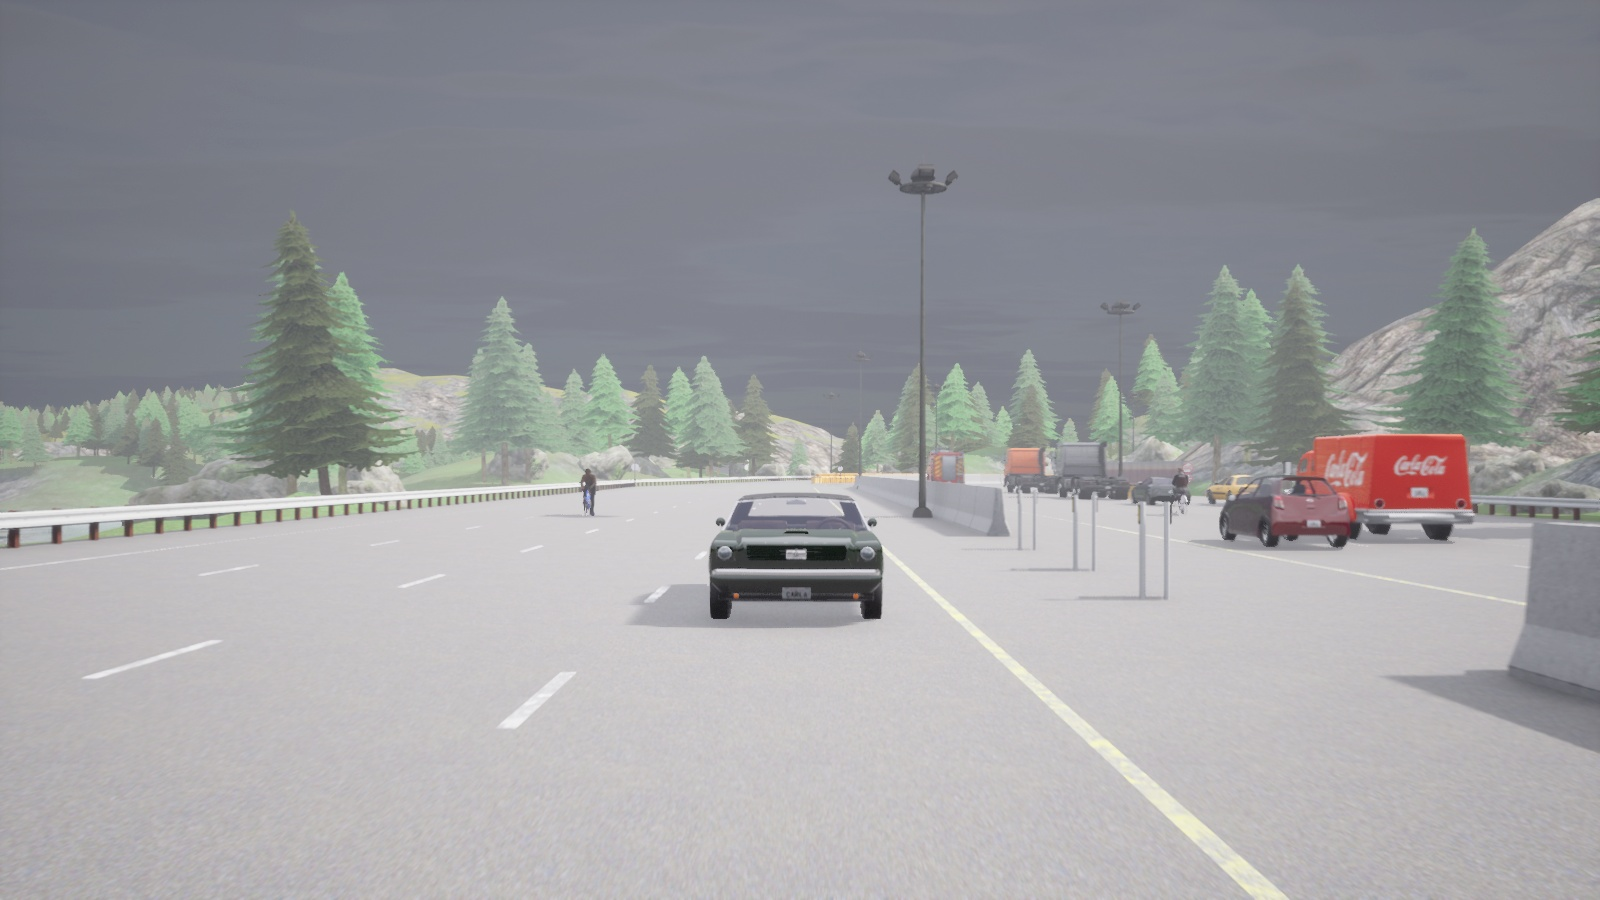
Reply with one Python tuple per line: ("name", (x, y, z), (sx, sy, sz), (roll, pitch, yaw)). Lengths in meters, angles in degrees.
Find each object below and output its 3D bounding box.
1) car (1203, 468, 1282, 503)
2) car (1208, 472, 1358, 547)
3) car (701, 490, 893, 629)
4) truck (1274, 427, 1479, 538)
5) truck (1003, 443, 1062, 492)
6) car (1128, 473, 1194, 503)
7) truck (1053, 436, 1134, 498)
("car", (20.858, 1.666, 59.469), (1.801, 1.575, 5.366), (0, -1, 0))
("car", (10.436, 1.245, 27.397), (1.845, 1.501, 3.633), (0, -1, 0))
("car", (-0.034, 1.163, 14.825), (1.895, 1.301, 4.718), (0, -1, 0))
("truck", (13.923, 0.785, 30.791), (2.627, 2.467, 5.204), (0, -1, 0))
("truck", (17.185, 1.326, 93.289), (2.891, 3.462, 7.936), (0, -1, 0))
("car", (17.355, 1.822, 60.575), (1.994, 1.385, 4.181), (0, -1, 0))
("truck", (17.282, 1.012, 74.583), (2.891, 3.462, 7.936), (0, -1, 0))
